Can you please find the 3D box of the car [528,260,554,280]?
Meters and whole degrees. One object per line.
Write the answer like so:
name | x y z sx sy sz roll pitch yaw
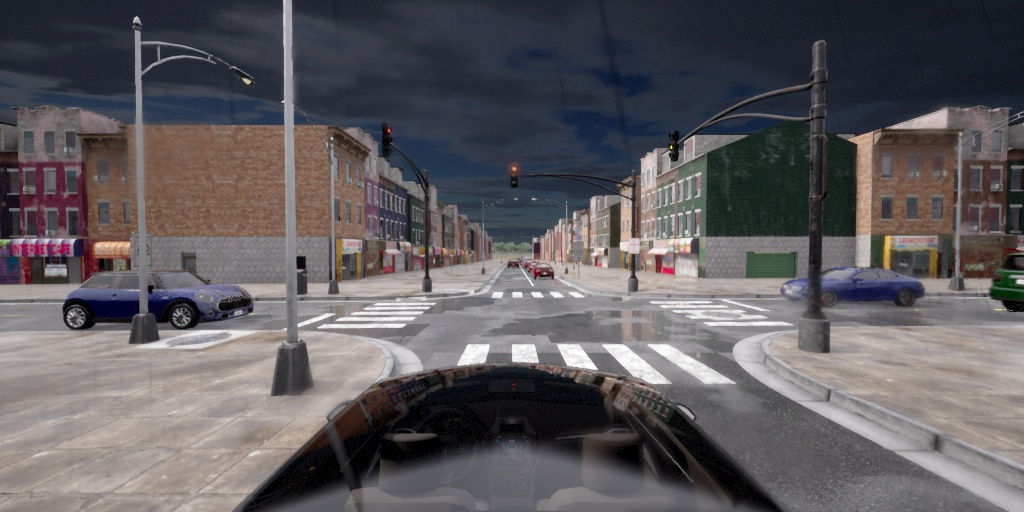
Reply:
car | 2.699 1.292 31.665 1.888 1.381 4.507 0 0 0

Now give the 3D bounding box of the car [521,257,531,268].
car | 2.745 1.293 53.795 1.888 1.381 4.507 0 0 0

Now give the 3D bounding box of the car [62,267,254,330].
car | -10.791 1.202 11.195 4.553 1.767 2.097 0 1 0

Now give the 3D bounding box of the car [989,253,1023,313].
car | 18.577 0.891 11.125 5.566 2.045 2.150 0 1 0

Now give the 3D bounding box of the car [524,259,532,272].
car | 2.722 1.329 42.730 1.802 1.307 4.207 0 0 0

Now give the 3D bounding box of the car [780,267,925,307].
car | 13.299 1.160 14.113 4.674 1.442 1.812 0 1 1

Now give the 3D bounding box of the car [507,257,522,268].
car | 0.219 1.225 59.294 1.882 1.535 5.008 0 0 0
